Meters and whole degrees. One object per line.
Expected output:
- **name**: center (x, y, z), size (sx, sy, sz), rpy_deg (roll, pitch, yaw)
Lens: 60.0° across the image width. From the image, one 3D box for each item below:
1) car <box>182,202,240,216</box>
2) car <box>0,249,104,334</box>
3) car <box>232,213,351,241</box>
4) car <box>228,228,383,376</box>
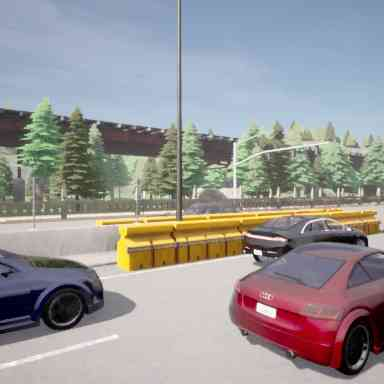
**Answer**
- **car**: center (0.534, 1.351, 17.284), size (4.553, 1.767, 2.097), rpy_deg (0, 0, -36)
- **car**: center (-3.630, 1.564, 5.454), size (4.181, 1.385, 1.994), rpy_deg (0, 0, -36)
- **car**: center (3.829, 1.491, 10.786), size (4.902, 1.511, 2.128), rpy_deg (0, 0, -36)
- **car**: center (2.637, 1.564, 5.639), size (4.181, 1.385, 1.994), rpy_deg (0, 0, -35)
